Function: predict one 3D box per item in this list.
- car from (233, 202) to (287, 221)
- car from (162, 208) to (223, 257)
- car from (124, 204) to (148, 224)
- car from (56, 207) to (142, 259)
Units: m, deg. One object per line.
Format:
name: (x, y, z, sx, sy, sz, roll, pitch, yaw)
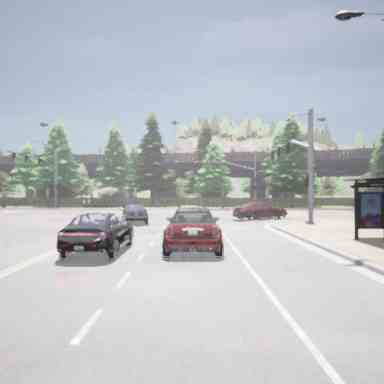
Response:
car: (5.673, 1.569, 27.661, 4.674, 1.442, 1.812, -1, -1, -24)
car: (0.035, 1.391, 13.218, 2.097, 1.767, 4.553, 0, 0, 0)
car: (-4.447, 1.610, 25.411, 2.033, 1.411, 5.357, 0, 0, -14)
car: (-3.468, 1.528, 12.669, 2.128, 1.511, 4.902, 0, 0, 0)
